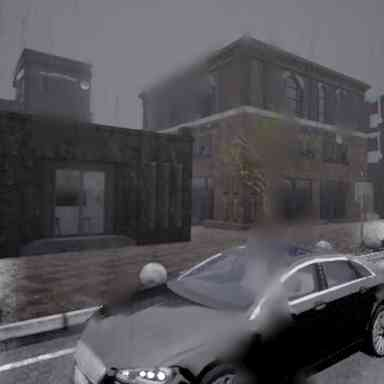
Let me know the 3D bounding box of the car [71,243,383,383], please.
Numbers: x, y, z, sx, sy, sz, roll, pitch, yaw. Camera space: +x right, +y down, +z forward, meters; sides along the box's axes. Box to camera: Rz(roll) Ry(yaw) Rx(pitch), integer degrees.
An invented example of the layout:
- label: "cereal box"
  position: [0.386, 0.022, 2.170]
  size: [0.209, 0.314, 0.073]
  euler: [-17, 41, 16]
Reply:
- label: "car"
  position: [0.980, 1.519, 4.501]
  size: [4.902, 1.511, 2.128]
  euler: [0, 0, -35]
